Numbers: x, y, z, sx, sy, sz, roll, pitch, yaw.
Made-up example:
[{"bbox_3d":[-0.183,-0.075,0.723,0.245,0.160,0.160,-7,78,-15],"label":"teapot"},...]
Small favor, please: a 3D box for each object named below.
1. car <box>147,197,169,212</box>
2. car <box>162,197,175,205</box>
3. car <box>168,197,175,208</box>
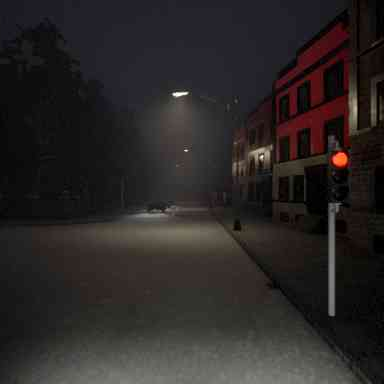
[{"bbox_3d":[-4.049,1.601,38.689,1.895,1.301,4.718,0,0,0],"label":"car"},{"bbox_3d":[-3.996,1.601,58.083,1.895,1.301,4.718,0,0,0],"label":"car"},{"bbox_3d":[-4.032,1.491,48.067,2.128,1.511,4.902,0,0,0],"label":"car"}]
